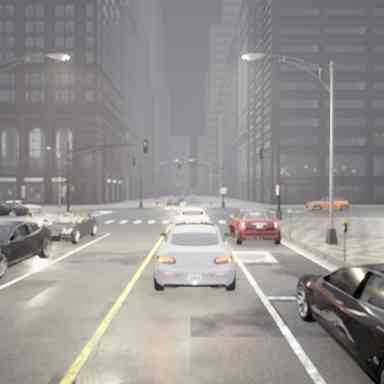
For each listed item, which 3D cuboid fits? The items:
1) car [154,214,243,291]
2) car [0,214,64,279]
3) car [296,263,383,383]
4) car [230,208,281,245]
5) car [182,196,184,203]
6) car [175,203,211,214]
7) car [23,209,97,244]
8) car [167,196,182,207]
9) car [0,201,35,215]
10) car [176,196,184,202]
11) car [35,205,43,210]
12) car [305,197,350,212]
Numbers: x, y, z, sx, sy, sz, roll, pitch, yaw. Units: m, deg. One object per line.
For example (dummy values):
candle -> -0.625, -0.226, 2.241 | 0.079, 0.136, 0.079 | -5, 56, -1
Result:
car -> 0.080, 1.530, 8.886 | 1.812, 1.442, 4.674 | 0, 0, 1
car -> -5.744, 1.571, 9.995 | 1.947, 1.339, 4.313 | 0, 0, 0
car -> 2.771, 1.568, 4.345 | 1.947, 1.339, 4.313 | 0, 0, 0
car -> 2.792, 1.449, 15.618 | 1.967, 1.590, 4.097 | 0, 0, 0
car -> -2.899, 1.577, 69.140 | 1.837, 1.490, 4.892 | 0, 0, 0
car -> 0.038, 1.536, 18.060 | 1.812, 1.442, 4.674 | 0, 0, 0
car -> -5.733, 1.559, 15.632 | 2.008, 1.369, 4.403 | 0, 0, 0
car -> -2.951, 1.573, 52.533 | 1.812, 1.442, 4.674 | 0, 0, 0
car -> -17.571, 1.563, 30.488 | 5.008, 1.535, 1.882 | 1, 0, -1
car -> -2.928, 1.697, 82.729 | 1.895, 1.301, 4.718 | 0, 0, 0
car -> -17.575, 1.598, 33.741 | 4.674, 1.442, 1.812 | 0, 0, 3
car -> 15.039, 1.329, 37.203 | 4.553, 1.767, 2.097 | 0, 0, 0
